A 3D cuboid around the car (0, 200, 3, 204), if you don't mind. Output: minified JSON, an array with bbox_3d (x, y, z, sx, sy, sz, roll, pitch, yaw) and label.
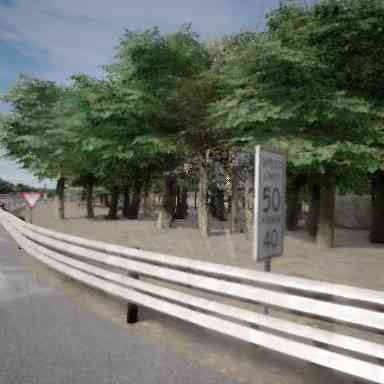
[{"bbox_3d":[-42.684,2.228,72.308,2.033,1.411,5.357,2,-1,-17],"label":"car"}]
